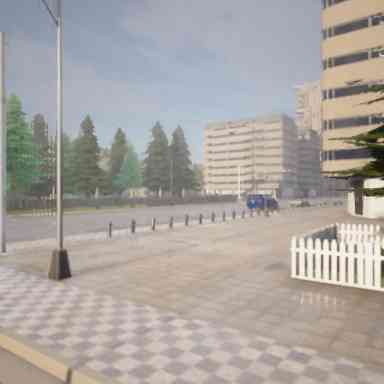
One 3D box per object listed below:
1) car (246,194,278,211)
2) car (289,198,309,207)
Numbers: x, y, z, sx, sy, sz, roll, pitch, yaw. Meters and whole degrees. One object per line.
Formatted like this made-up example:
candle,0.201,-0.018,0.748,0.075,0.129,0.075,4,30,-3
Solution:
car,8.767,1.272,41.475,2.150,2.045,5.566,0,0,36
car,17.195,1.651,53.265,1.895,1.301,4.718,0,0,36
